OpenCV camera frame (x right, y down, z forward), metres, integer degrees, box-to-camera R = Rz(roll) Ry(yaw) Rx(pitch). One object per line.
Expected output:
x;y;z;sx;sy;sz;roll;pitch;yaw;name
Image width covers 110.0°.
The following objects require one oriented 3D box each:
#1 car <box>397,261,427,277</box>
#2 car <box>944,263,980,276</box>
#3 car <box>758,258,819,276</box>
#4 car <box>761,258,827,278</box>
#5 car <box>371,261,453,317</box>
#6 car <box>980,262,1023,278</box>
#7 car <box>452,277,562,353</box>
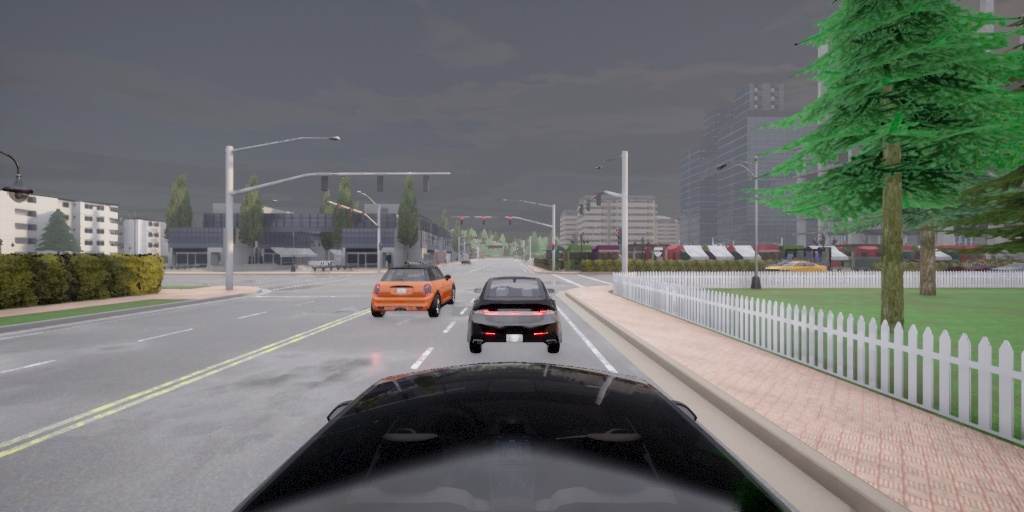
-10.502;1.322;38.178;1.837;1.490;4.892;0;1;0;car
47.589;1.363;36.795;4.718;1.301;1.895;0;0;-1;car
27.991;1.101;36.395;4.553;1.767;2.097;0;0;-1;car
25.912;1.227;32.844;5.008;1.535;1.882;0;0;-1;car
-3.417;1.102;13.250;2.097;1.767;4.553;0;0;0;car
47.641;1.296;33.296;5.357;1.411;2.033;0;0;-1;car
0.061;1.241;8.781;2.128;1.511;4.902;0;0;0;car
